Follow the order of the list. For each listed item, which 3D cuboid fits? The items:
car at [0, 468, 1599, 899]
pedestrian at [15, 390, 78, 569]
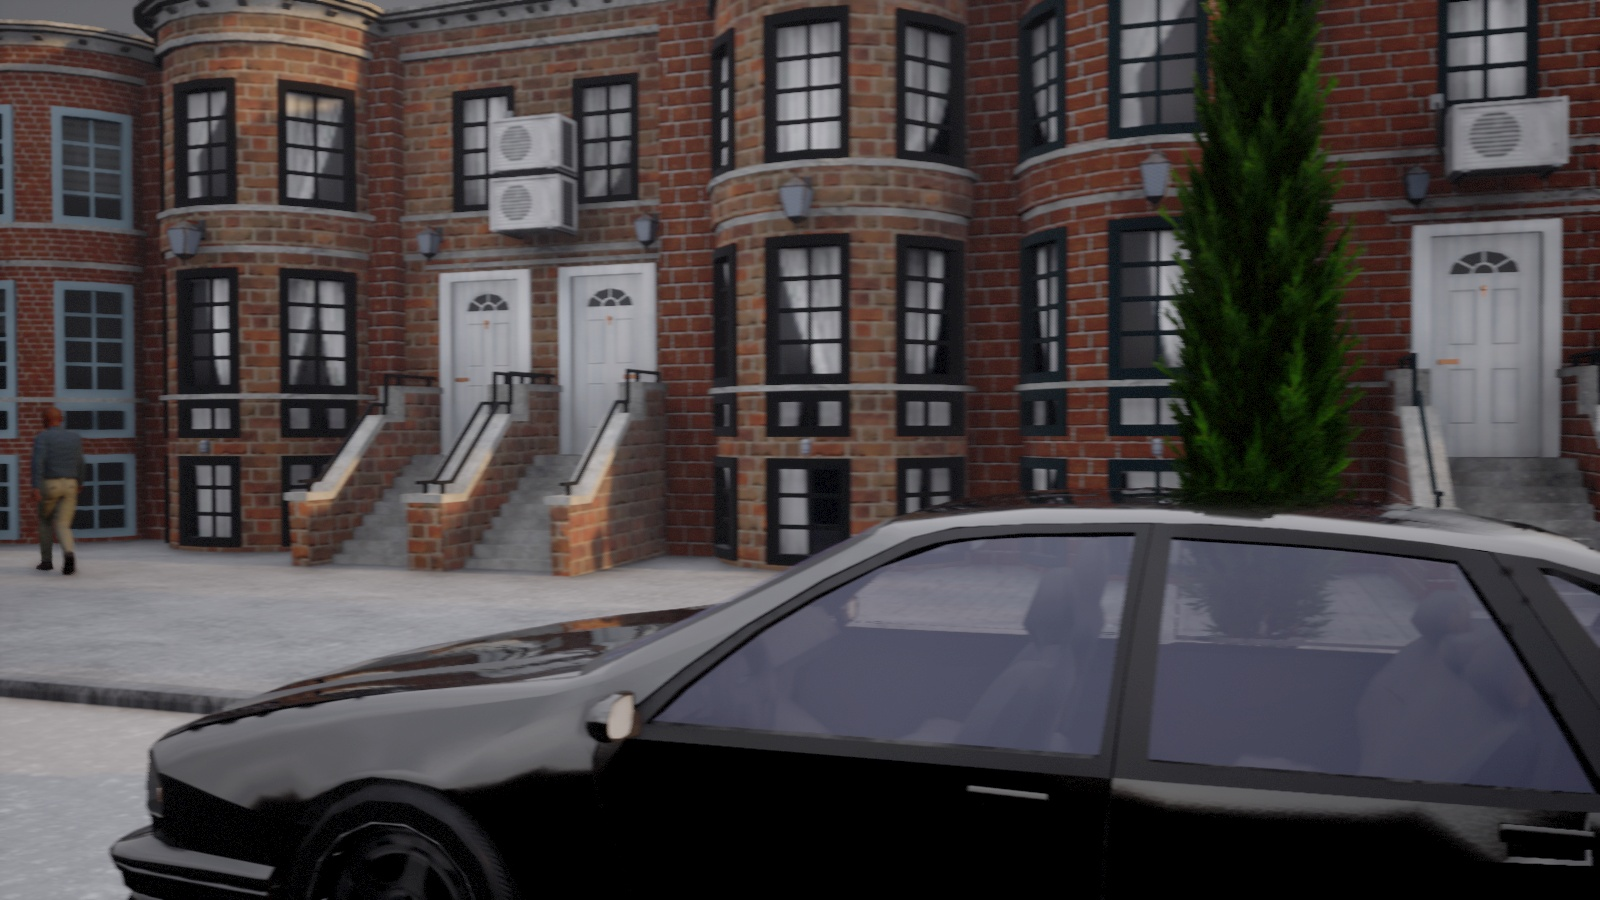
[{"bbox_3d":[0.675,0.821,3.493,5.357,1.411,2.033,1,1,19],"label":"car"},{"bbox_3d":[-7.949,0.297,13.246,0.726,1.835,0.370,1,1,43],"label":"pedestrian"}]
